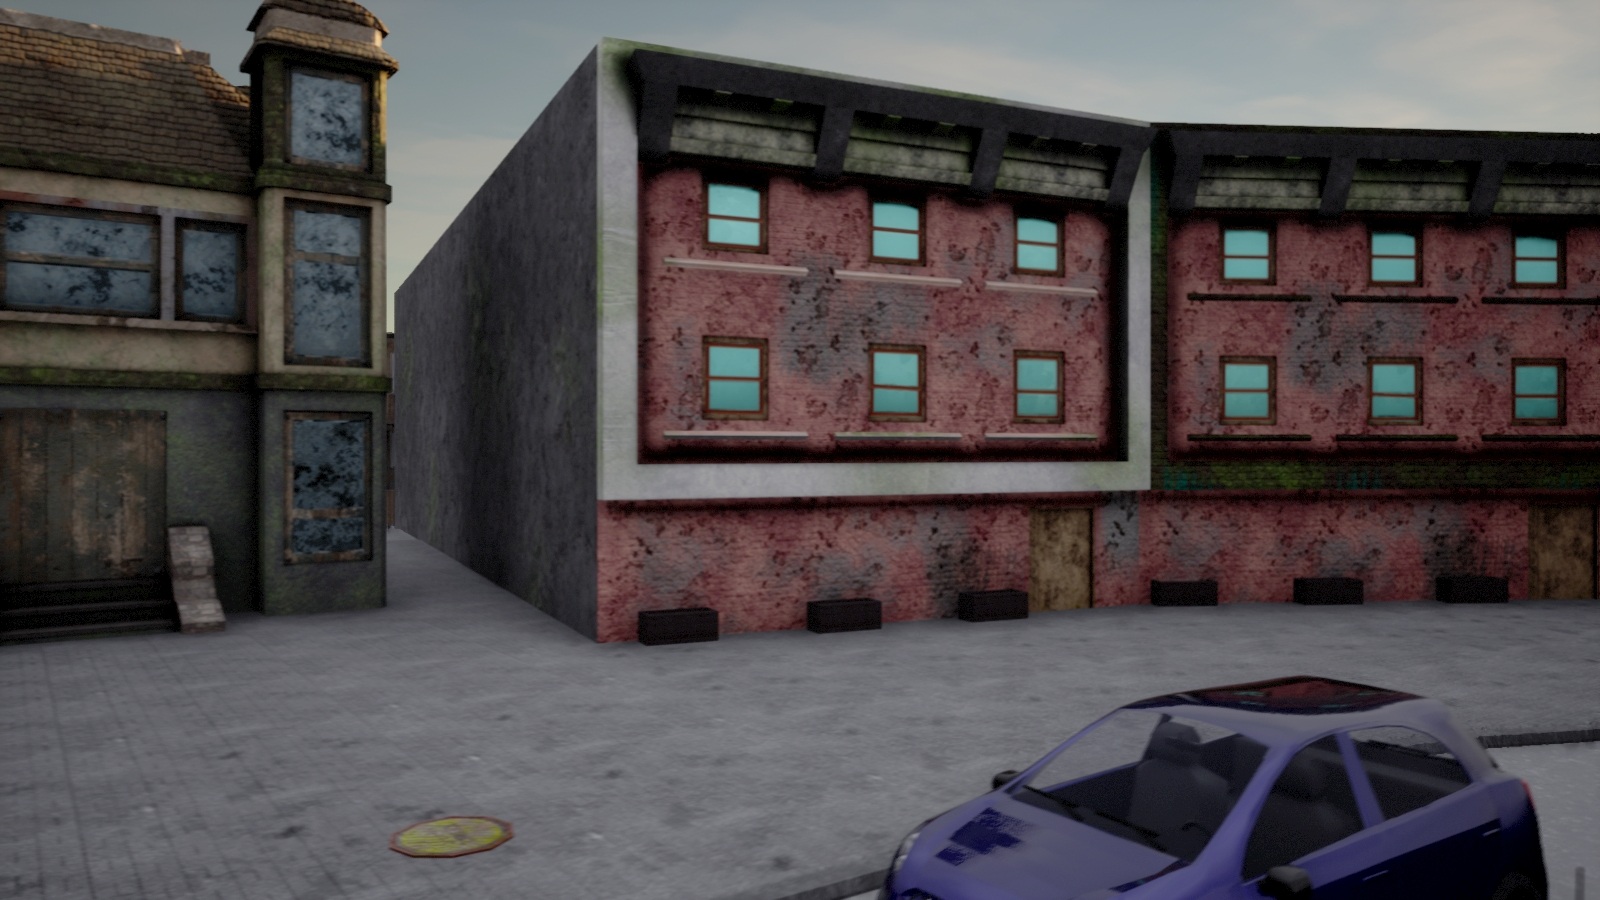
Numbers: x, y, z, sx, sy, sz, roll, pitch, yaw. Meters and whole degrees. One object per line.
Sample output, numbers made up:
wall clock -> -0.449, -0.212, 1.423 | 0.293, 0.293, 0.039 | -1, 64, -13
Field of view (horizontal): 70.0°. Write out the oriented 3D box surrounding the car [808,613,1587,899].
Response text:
car -> 2.066, 1.818, 5.763 | 3.633, 1.501, 1.845 | 0, 0, -32
